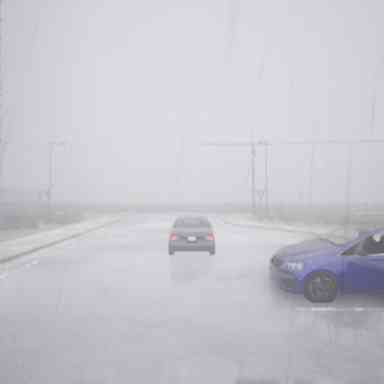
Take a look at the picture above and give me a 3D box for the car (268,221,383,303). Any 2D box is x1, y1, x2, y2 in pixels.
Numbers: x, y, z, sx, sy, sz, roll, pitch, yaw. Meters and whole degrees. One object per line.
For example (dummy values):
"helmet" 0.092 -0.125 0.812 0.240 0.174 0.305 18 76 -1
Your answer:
"car" 4.212 1.558 7.984 4.611 1.667 2.242 0 -1 0

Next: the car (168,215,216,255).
"car" -0.007 1.683 13.996 2.033 1.411 5.357 0 -1 0
